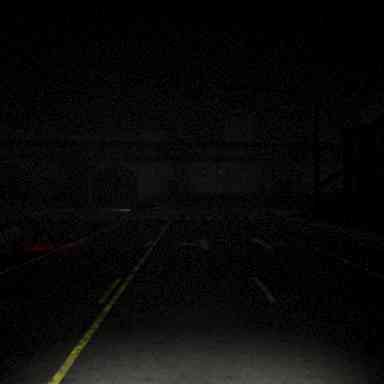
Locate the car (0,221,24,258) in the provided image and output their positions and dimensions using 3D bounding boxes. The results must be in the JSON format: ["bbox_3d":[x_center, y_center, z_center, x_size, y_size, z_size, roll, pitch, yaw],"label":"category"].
[{"bbox_3d":[-7.131,1.610,10.633,1.812,1.442,4.674,0,-1,-1],"label":"car"}]

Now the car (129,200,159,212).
[{"bbox_3d":[-6.512,1.855,44.774,1.837,1.490,4.892,0,-1,-45],"label":"car"}]
